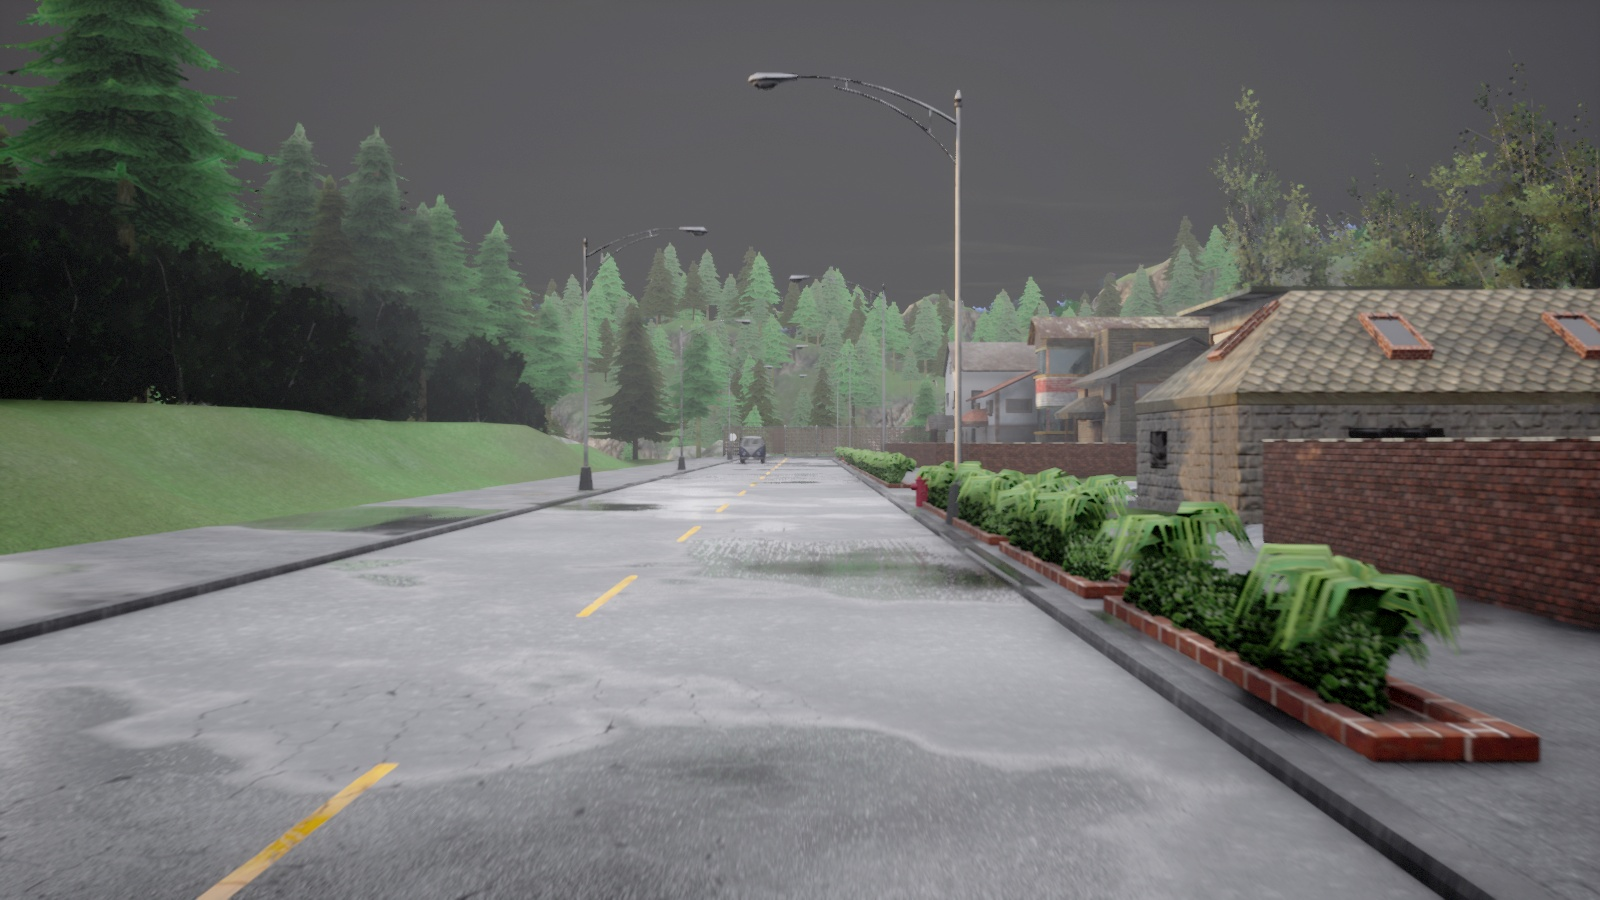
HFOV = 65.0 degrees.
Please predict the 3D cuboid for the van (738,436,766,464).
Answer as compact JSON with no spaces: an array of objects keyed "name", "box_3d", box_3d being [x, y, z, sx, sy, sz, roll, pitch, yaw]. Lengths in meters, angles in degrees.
[{"name":"van","box_3d":[-3.427,-0.012,90.250,1.775,1.987,4.442,0,0,0]}]
